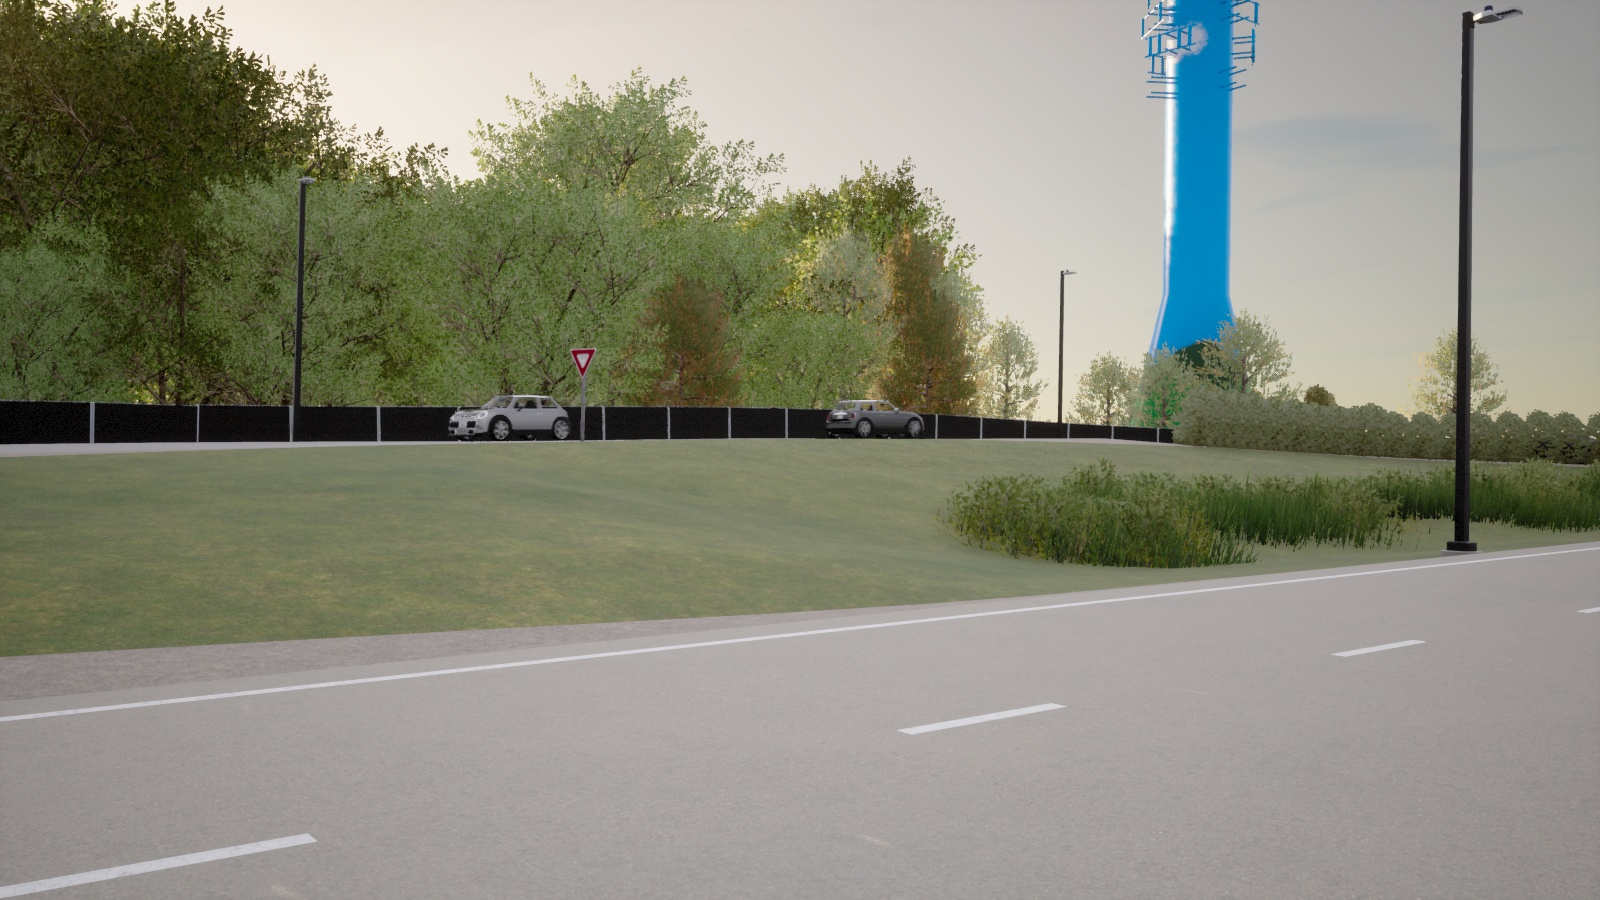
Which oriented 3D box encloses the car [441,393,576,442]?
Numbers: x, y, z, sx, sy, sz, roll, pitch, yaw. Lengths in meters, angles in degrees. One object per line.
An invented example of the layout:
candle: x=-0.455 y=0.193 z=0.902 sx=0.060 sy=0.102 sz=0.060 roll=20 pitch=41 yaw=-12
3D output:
car: x=-9.265 y=-1.014 z=40.100 sx=1.970 sy=1.475 sz=3.806 roll=0 pitch=1 yaw=37

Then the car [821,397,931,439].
car: x=2.909 y=-1.191 z=47.656 sx=3.806 sy=1.475 sz=1.970 roll=-1 pitch=0 yaw=-39

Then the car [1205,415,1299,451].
car: x=21.647 y=-0.794 z=60.126 sx=4.193 sy=1.474 sz=1.816 roll=3 pitch=-2 yaw=-28

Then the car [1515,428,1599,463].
car: x=38.469 y=-0.186 z=62.105 sx=5.008 sy=1.535 sz=1.882 roll=2 pitch=-1 yaw=4
